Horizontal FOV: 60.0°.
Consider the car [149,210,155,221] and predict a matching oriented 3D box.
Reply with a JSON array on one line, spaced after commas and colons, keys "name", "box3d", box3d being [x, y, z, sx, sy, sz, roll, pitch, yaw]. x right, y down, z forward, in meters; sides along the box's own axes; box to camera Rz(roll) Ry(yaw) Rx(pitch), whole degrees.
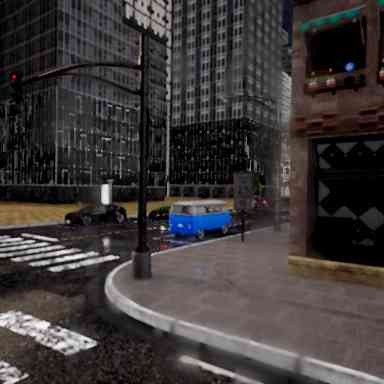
[{"name": "car", "box3d": [-1.256, 1.469, 24.730, 1.994, 1.385, 4.181, 1, 1, 36]}]

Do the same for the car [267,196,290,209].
[{"name": "car", "box3d": [11.892, 1.393, 43.072, 1.812, 1.442, 4.674, 1, 1, 36]}]

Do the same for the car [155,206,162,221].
[{"name": "car", "box3d": [0.127, 1.467, 21.184, 1.837, 1.490, 4.892, 1, 1, 36]}]

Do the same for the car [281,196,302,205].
[{"name": "car", "box3d": [16.115, 1.335, 53.509, 1.752, 1.417, 4.829, 1, 1, 36]}]

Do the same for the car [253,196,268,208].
[{"name": "car", "box3d": [9.783, 1.264, 44.642, 1.967, 1.590, 4.097, 1, 1, 36]}]

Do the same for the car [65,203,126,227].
[{"name": "car", "box3d": [-6.294, 1.437, 22.132, 1.947, 1.339, 4.313, 1, 1, 36]}]

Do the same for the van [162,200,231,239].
[{"name": "van", "box3d": [0.528, 1.352, 17.259, 1.690, 1.788, 3.998, 1, 1, 36]}]
